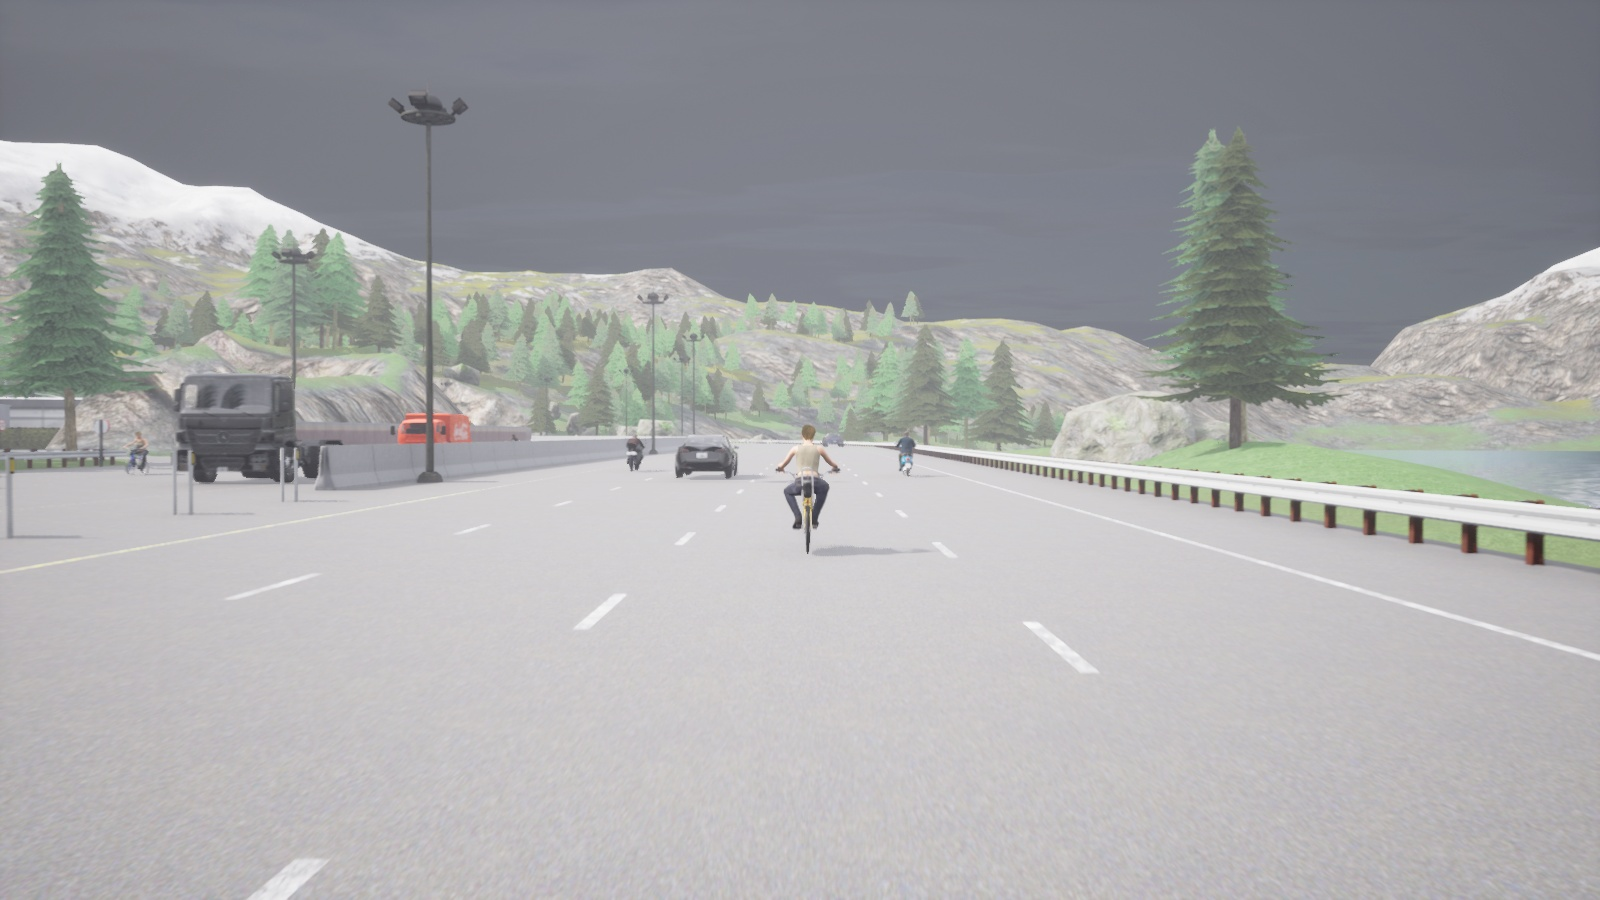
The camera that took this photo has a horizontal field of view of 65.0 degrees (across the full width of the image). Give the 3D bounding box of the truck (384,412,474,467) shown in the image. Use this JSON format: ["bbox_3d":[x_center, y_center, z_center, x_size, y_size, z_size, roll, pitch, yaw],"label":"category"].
[{"bbox_3d":[-17.162,-0.497,58.468,2.627,2.467,5.204,0,1,0],"label":"truck"}]

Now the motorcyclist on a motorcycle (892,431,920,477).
[{"bbox_3d":[3.763,0.134,44.706,0.866,1.590,1.817,0,1,0],"label":"motorcyclist on a motorcycle"}]

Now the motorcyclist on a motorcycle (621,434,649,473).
[{"bbox_3d":[-6.701,0.126,51.112,0.866,1.530,2.191,0,1,0],"label":"motorcyclist on a motorcycle"}]

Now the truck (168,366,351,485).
[{"bbox_3d":[-17.250,-0.768,40.777,2.891,3.462,7.936,0,1,-3],"label":"truck"}]

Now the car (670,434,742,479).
[{"bbox_3d":[-3.240,0.181,44.190,2.163,1.488,4.792,0,1,0],"label":"car"}]

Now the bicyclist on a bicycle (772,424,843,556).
[{"bbox_3d":[0.101,0.477,16.127,0.866,1.612,1.509,0,1,1],"label":"bicyclist on a bicycle"}]

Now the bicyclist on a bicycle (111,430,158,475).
[{"bbox_3d":[-24.227,0.082,45.737,0.866,1.612,1.509,0,1,1],"label":"bicyclist on a bicycle"}]
